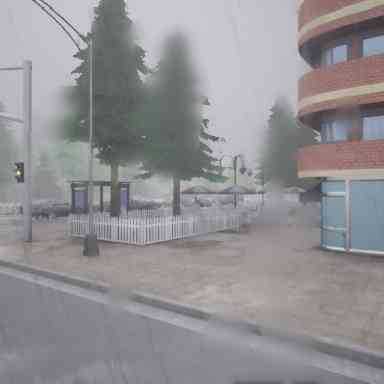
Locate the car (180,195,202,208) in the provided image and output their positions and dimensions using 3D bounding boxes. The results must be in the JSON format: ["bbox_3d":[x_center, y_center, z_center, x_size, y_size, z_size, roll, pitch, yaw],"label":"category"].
[{"bbox_3d":[0.830,1.508,46.488,4.181,1.385,1.994,0,0,-43],"label":"car"}]

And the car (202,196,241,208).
[{"bbox_3d":[4.005,1.545,44.605,4.718,1.301,1.895,0,0,-43],"label":"car"}]

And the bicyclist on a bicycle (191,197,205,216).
[{"bbox_3d":[0.434,1.245,27.308,1.656,1.620,0.582,0,0,36],"label":"bicyclist on a bicycle"}]

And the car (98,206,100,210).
[{"bbox_3d":[-11.254,1.545,31.572,1.895,1.301,4.718,0,0,36],"label":"car"}]

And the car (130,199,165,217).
[{"bbox_3d":[-4.908,1.436,28.085,2.128,1.511,4.902,0,0,36],"label":"car"}]

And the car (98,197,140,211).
[{"bbox_3d":[-8.832,1.422,40.636,1.882,1.535,5.008,0,0,38],"label":"car"}]

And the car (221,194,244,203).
[{"bbox_3d":[6.058,1.166,54.934,5.566,2.045,2.150,0,0,-31],"label":"car"}]

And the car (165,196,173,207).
[{"bbox_3d":[-2.237,1.296,48.337,4.553,1.767,2.097,0,0,-43],"label":"car"}]

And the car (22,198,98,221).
[{"bbox_3d":[-10.372,1.436,26.504,2.128,1.511,4.902,0,0,36],"label":"car"}]

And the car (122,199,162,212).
[{"bbox_3d":[-5.784,1.545,38.931,1.895,1.301,4.718,0,0,37],"label":"car"}]

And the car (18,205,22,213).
[{"bbox_3d":[-14.551,1.422,32.967,1.882,1.535,5.008,0,0,36],"label":"car"}]
